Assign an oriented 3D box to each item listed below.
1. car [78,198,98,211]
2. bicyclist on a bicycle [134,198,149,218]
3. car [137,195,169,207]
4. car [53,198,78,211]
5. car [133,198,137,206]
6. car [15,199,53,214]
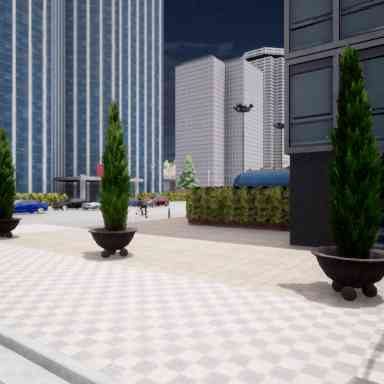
[{"bbox_3d":[-11.349,1.601,41.528,1.895,1.301,4.718,0,0,35],"label":"car"},{"bbox_3d":[-4.087,1.301,26.668,1.656,1.620,0.582,0,0,35],"label":"bicyclist on a bicycle"},{"bbox_3d":[-5.500,1.352,49.828,2.097,1.767,4.553,0,0,35],"label":"car"},{"bbox_3d":[-15.226,1.477,42.099,1.882,1.535,5.008,0,0,35],"label":"car"},{"bbox_3d":[-9.297,1.547,50.524,2.033,1.411,5.357,0,0,35],"label":"car"},{"bbox_3d":[-17.060,1.477,33.396,1.882,1.535,5.008,0,0,35],"label":"car"}]
